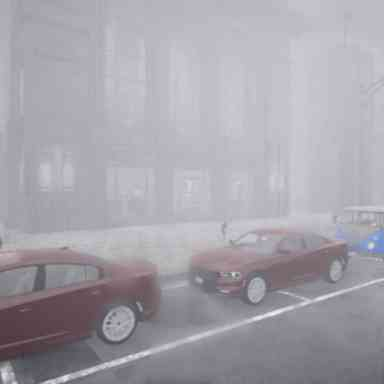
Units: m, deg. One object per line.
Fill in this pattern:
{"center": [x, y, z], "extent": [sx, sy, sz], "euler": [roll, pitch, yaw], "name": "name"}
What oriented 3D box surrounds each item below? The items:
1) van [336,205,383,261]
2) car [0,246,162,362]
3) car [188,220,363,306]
{"center": [6.554, 1.350, 11.315], "extent": [3.998, 1.788, 1.690], "euler": [0, 0, -35], "name": "van"}
{"center": [-2.598, 1.545, 4.795], "extent": [4.507, 1.381, 1.887], "euler": [0, 0, -35], "name": "car"}
{"center": [1.978, 1.549, 8.055], "extent": [4.507, 1.381, 1.887], "euler": [0, 0, -35], "name": "car"}
